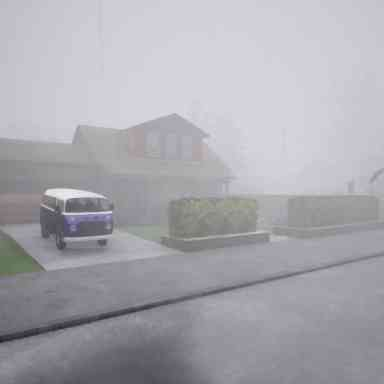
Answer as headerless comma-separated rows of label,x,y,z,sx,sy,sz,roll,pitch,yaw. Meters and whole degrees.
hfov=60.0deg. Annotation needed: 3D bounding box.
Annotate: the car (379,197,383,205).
car,24.718,0.985,41.453,3.866,1.878,1.905,0,0,0
